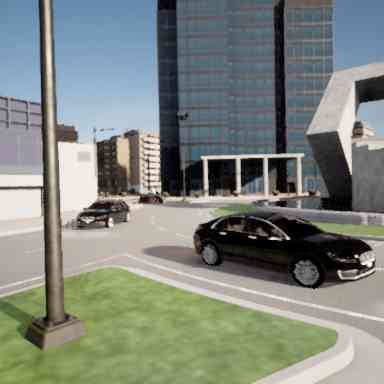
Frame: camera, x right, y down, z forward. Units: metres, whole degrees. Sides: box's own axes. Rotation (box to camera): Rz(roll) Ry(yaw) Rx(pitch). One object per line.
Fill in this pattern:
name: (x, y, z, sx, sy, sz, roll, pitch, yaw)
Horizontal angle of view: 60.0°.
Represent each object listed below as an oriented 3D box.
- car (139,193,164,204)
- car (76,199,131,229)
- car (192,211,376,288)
car: (-5.312, 0.851, 43.135, 1.994, 1.385, 4.181, -2, 1, -32)
car: (-5.078, 1.240, 19.708, 1.837, 1.490, 4.892, -1, 1, 8)
car: (2.090, 1.291, 8.780, 1.837, 1.490, 4.892, -3, 1, -42)
